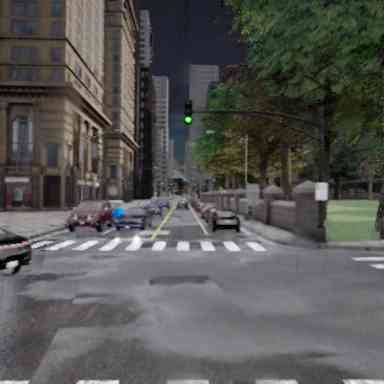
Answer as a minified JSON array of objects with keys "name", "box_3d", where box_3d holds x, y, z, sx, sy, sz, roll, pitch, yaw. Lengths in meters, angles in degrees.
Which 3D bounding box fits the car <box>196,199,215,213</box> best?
[{"name":"car","box_3d":[1.760,1.798,32.820,1.967,1.590,4.097,1,-1,-2]}]

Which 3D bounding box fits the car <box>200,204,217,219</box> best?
[{"name":"car","box_3d":[1.916,1.887,27.400,1.802,1.307,4.206,1,-1,-2]}]

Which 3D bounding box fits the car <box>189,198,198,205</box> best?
[{"name":"car","box_3d":[0.337,2.237,81.580,1.967,1.590,4.097,1,-1,-2]}]

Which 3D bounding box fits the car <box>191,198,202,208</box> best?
[{"name":"car","box_3d":[1.284,2.055,49.072,1.887,1.381,4.507,1,-1,-2]}]

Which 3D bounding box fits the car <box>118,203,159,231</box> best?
[{"name":"car","box_3d":[-3.783,1.750,22.637,2.033,1.411,5.357,1,-1,2]}]

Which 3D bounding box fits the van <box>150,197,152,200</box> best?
[{"name":"van","box_3d":[-7.868,1.962,70.517,1.690,1.788,3.998,1,-1,-2]}]

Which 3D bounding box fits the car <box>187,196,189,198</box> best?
[{"name":"car","box_3d":[0.497,2.065,76.163,2.192,1.841,5.009,1,-1,-2]}]

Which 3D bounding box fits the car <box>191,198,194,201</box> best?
[{"name":"car","box_3d":[1.126,2.126,54.490,1.947,1.339,4.313,1,-1,-2]}]

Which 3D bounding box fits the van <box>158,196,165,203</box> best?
[{"name":"van","box_3d":[-8.500,2.145,92.188,1.690,1.788,3.998,1,0,-2]}]

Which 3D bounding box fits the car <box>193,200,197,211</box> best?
[{"name":"car","box_3d":[1.442,2.043,43.653,1.802,1.307,4.206,1,-1,-2]}]

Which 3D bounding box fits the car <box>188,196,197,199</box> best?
[{"name":"car","box_3d":[0.971,1.923,59.910,2.192,1.841,5.009,1,-1,-2]}]

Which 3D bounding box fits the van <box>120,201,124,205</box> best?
[{"name":"van","box_3d":[-6.603,1.564,27.174,1.690,1.788,3.998,1,-1,-2]}]

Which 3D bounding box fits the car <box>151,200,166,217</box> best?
[{"name":"car","box_3d":[-4.190,1.894,35.648,1.994,1.385,4.181,1,-1,-3]}]

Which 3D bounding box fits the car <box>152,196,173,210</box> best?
[{"name":"car","box_3d":[-4.619,1.712,52.598,2.150,2.045,5.566,1,-1,-1]}]

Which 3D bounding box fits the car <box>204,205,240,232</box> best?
[{"name":"car","box_3d":[2.075,1.817,21.983,1.947,1.339,4.313,1,-1,-2]}]

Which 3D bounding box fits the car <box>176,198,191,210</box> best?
[{"name":"car","box_3d":[-1.494,2.046,52.932,1.812,1.442,4.674,1,-1,-2]}]

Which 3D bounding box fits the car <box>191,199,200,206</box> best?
[{"name":"car","box_3d":[0.647,2.230,70.913,1.752,1.417,4.829,1,-1,-2]}]

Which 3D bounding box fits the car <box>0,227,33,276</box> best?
[{"name":"car","box_3d":[-6.602,1.537,8.896,4.902,1.511,2.128,0,-1,21]}]

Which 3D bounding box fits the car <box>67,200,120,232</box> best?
[{"name":"car","box_3d":[-6.444,1.484,21.757,2.192,1.841,5.009,1,-1,-2]}]
